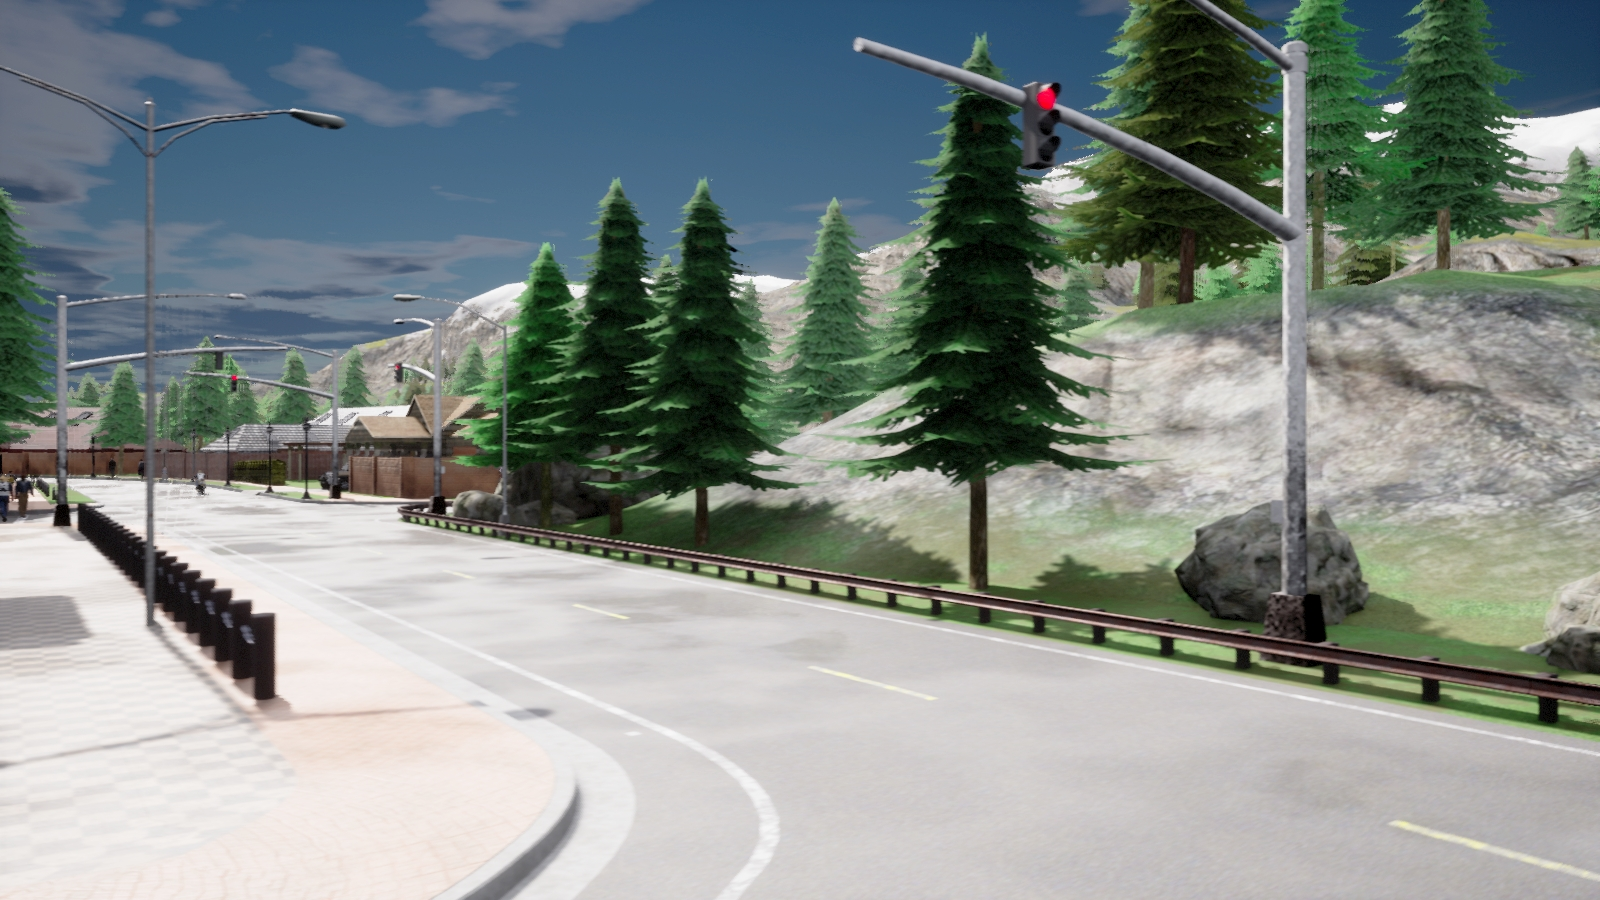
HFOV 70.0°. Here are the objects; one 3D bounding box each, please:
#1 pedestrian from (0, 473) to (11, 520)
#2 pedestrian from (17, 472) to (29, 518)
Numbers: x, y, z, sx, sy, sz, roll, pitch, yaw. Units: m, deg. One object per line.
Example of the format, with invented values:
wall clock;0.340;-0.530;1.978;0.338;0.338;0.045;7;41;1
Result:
pedestrian;-31.573;1.829;45.345;0.375;1.860;0.375;0;0;-38
pedestrian;-31.847;1.829;46.839;0.375;1.860;0.375;0;0;-37
